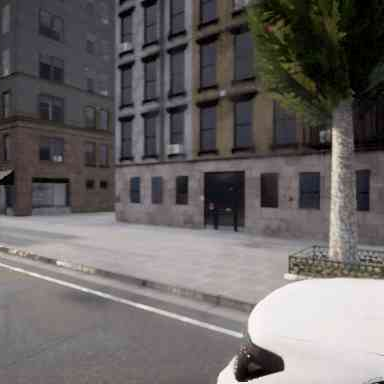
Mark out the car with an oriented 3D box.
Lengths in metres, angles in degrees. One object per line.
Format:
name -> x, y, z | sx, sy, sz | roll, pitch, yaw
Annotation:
car -> 2.835, 1.221, 1.669 | 5.566, 2.045, 2.150 | 1, 1, 37
